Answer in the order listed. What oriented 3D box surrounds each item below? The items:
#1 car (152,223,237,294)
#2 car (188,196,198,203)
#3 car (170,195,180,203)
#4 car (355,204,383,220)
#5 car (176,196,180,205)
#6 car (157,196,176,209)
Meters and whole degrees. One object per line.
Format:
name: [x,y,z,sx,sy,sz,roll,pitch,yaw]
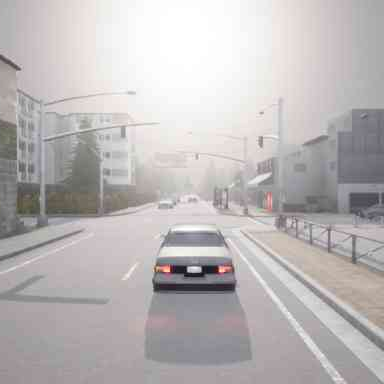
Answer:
car: [0.067,1.547,8.944,2.033,1.411,5.357,0,0,1]
car: [0.156,1.524,68.830,1.812,1.442,4.674,0,0,0]
car: [-3.445,1.471,69.167,1.882,1.535,5.008,0,0,0]
car: [16.739,1.739,29.327,4.181,1.385,1.994,0,0,0]
car: [-3.541,1.502,55.850,1.837,1.490,4.892,0,0,0]
car: [-3.561,1.525,45.849,1.812,1.442,4.674,0,0,0]
